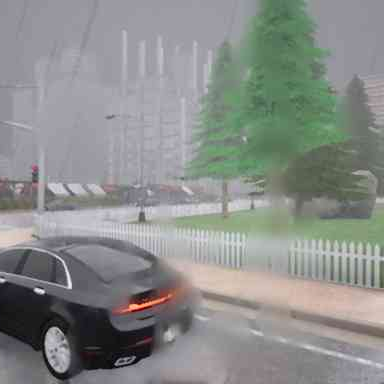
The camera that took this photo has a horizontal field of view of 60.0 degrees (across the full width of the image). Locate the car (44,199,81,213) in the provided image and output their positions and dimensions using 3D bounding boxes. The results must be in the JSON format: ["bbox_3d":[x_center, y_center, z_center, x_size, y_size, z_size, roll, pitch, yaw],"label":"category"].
[{"bbox_3d":[-14.102,1.470,35.833,1.994,1.385,4.181,0,0,34],"label":"car"}]

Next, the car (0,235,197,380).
[{"bbox_3d":[-2.210,1.491,5.504,4.892,1.490,1.837,0,0,36],"label":"car"}]

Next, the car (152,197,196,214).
[{"bbox_3d":[-1.803,1.500,34.956,1.994,1.385,4.181,0,0,34],"label":"car"}]

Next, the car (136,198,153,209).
[{"bbox_3d":[-4.908,1.462,43.241,2.033,1.411,5.357,0,0,34],"label":"car"}]

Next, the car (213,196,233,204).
[{"bbox_3d":[5.447,1.435,58.482,2.128,1.511,4.902,0,0,34],"label":"car"}]

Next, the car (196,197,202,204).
[{"bbox_3d":[-0.317,1.504,56.262,1.895,1.301,4.718,0,0,34],"label":"car"}]
